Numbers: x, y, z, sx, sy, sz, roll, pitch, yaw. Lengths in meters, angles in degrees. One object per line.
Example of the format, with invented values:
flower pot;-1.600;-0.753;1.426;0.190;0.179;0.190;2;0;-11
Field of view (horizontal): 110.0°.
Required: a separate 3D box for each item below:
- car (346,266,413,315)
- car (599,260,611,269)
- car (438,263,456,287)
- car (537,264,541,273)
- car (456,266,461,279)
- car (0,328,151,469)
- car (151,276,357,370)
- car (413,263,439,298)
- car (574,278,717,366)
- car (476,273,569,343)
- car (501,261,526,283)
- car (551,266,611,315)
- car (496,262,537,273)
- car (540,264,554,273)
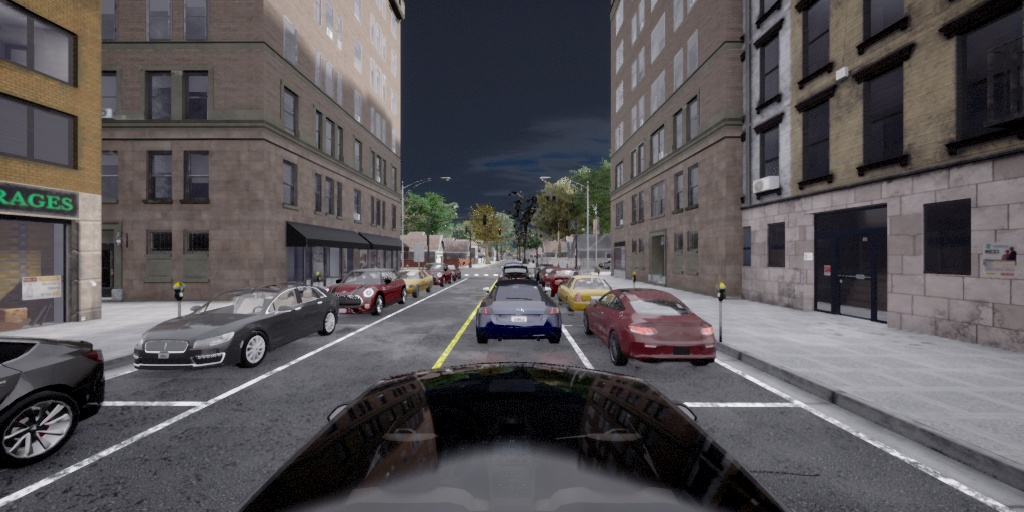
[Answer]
car;-5.334;1.192;13.233;1.967;1.591;4.097;0;0;0
car;14.987;1.168;49.404;4.902;1.511;2.128;0;0;0
car;-5.276;1.198;24.271;1.967;1.591;4.097;0;0;0
car;2.749;1.340;24.230;1.802;1.307;4.207;0;0;0
car;-5.247;1.343;29.790;1.802;1.307;4.207;0;0;0
car;-5.393;1.316;2.197;1.948;1.339;4.313;0;0;0
car;-5.364;1.301;7.715;2.007;1.370;4.403;0;0;0
car;-5.306;1.280;18.582;1.751;1.417;4.829;0;0;0
car;2.661;1.332;7.676;1.802;1.307;4.207;0;0;0
car;0.140;1.315;9.651;1.994;1.385;4.181;0;0;0
car;0.130;1.239;29.317;1.882;1.535;5.008;0;0;0
car;2.691;1.278;13.364;1.751;1.417;4.829;0;0;0
car;0.186;1.260;19.636;1.837;1.490;4.892;0;0;0
car;2.720;1.300;18.712;1.888;1.381;4.507;0;0;0
